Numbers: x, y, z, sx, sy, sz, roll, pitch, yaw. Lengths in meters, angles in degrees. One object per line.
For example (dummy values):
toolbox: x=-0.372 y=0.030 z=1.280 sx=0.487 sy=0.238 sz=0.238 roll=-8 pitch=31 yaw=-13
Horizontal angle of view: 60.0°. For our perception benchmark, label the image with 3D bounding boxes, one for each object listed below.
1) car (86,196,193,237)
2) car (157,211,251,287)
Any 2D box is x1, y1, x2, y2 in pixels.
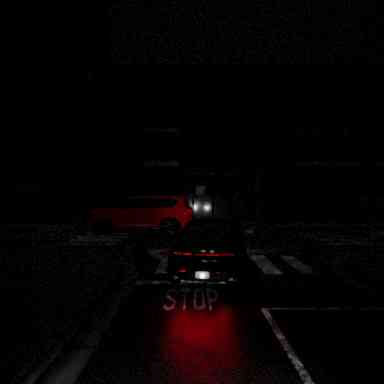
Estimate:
car: x=-2.659 y=1.209 z=17.577 sx=5.566 sy=2.045 sz=2.150 roll=0 pitch=0 yaw=0
car: x=0.643 y=1.489 z=9.412 sx=1.837 sy=1.490 sz=4.892 roll=0 pitch=0 yaw=10
